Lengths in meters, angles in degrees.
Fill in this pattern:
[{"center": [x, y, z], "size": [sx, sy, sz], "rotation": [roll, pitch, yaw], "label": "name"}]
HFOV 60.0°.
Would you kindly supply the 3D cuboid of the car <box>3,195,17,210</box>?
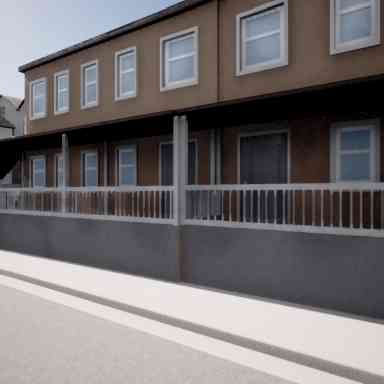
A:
[{"center": [-15.560, 1.057, 28.146], "size": [1.994, 1.385, 4.181], "rotation": [0, 14, 35], "label": "car"}]
